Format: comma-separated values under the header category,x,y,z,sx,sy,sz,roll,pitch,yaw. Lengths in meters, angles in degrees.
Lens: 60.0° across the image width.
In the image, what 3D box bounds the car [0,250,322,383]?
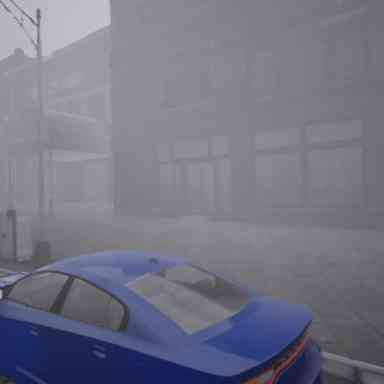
category,x,y,z,sx,sy,sz,roll,pitch,yaw
car,-1.091,1.478,4.076,5.008,1.535,2.097,0,0,35
